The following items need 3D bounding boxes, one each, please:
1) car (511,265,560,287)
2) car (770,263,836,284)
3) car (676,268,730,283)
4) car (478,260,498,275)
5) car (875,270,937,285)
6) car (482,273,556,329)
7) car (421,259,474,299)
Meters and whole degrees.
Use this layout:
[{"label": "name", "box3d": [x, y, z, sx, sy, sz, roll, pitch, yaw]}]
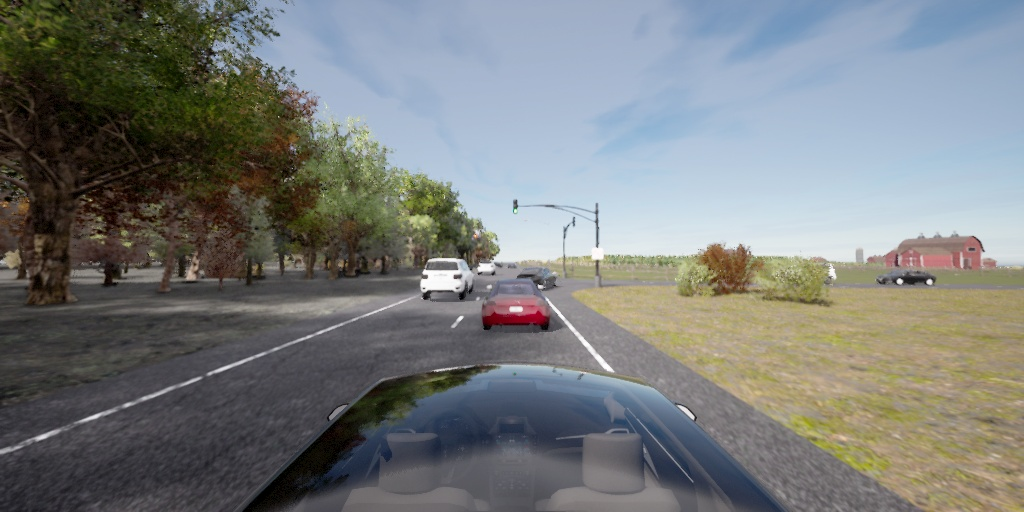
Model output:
[{"label": "car", "box3d": [1.926, 1.543, 25.434, 1.837, 1.490, 4.892, -2, -1, 24]}, {"label": "car", "box3d": [29.002, 1.749, 35.799, 5.566, 2.045, 2.150, 1, -2, 0]}, {"label": "car", "box3d": [19.012, 1.896, 35.836, 5.008, 1.535, 1.882, 1, -2, 0]}, {"label": "car", "box3d": [-3.407, 1.541, 49.414, 2.150, 2.045, 5.566, 0, -1, 0]}, {"label": "car", "box3d": [39.163, 2.143, 35.733, 4.892, 1.490, 1.837, 1, -2, 0]}, {"label": "car", "box3d": [0.102, 1.435, 11.724, 1.994, 1.385, 4.181, 0, -1, 0]}, {"label": "car", "box3d": [-3.403, 1.189, 19.739, 2.150, 2.045, 5.566, 0, -1, 0]}]
